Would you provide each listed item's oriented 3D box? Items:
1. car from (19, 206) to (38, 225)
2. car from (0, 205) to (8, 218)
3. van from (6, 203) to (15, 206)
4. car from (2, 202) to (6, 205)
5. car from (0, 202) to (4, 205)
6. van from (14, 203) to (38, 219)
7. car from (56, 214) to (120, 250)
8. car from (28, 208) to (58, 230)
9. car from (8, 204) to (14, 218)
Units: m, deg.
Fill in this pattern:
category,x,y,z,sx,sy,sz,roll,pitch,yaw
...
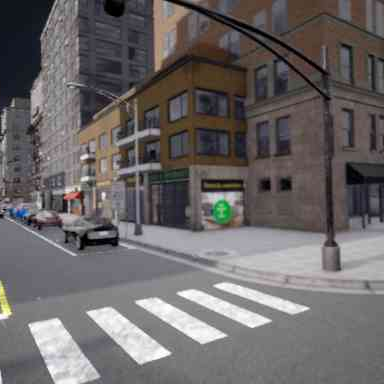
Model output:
category,x,y,z,sx,sy,sz,roll,pitch,yaw
car,-13.854,2.182,29.600,1.947,1.339,4.313,-1,-1,-33
car,-23.994,2.577,40.534,1.895,1.301,4.718,-1,-1,-33
van,-22.877,2.319,43.454,1.690,1.788,3.998,-1,-1,-33
car,-31.892,2.787,57.305,1.967,1.590,4.097,-1,-1,-33
car,-29.509,2.692,48.997,2.128,1.511,4.902,-1,-1,-33
van,-16.865,2.077,34.220,1.690,1.788,3.998,-1,-1,-33
car,-4.835,1.831,15.748,1.947,1.339,4.313,-1,-1,-33
car,-10.848,2.080,24.983,1.802,1.307,4.206,-1,-1,-33
car,-19.866,2.407,38.835,2.008,1.369,4.403,-1,-1,-33
